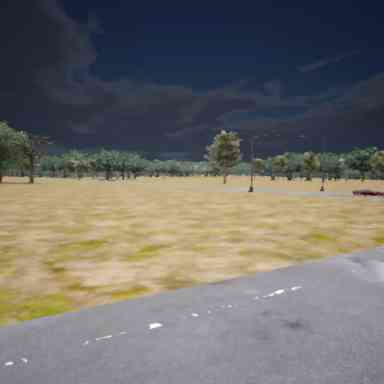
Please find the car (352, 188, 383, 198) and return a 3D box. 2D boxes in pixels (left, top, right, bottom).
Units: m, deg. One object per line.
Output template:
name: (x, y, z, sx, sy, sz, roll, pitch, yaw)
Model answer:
car: (25.838, 0.106, 48.003, 1.895, 1.301, 4.718, -1, 3, -34)
